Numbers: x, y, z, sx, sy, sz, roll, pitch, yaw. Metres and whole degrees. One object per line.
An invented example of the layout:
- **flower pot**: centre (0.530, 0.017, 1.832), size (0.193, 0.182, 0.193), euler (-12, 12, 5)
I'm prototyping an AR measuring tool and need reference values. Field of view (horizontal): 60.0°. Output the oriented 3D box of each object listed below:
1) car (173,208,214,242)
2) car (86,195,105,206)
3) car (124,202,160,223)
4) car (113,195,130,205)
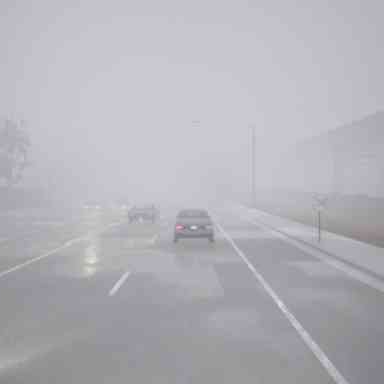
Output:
- **car**: centre (0.070, 1.495, 16.094), size (2.033, 1.411, 5.357), euler (0, 0, 0)
- **car**: centre (-14.106, 1.234, 48.879), size (1.812, 1.442, 4.674), euler (0, 1, 0)
- **car**: centre (-3.445, 1.524, 24.613), size (1.895, 1.301, 4.718), euler (0, 0, 0)
- **car**: centre (-10.595, 1.208, 50.117), size (1.812, 1.442, 4.674), euler (0, 1, 0)
